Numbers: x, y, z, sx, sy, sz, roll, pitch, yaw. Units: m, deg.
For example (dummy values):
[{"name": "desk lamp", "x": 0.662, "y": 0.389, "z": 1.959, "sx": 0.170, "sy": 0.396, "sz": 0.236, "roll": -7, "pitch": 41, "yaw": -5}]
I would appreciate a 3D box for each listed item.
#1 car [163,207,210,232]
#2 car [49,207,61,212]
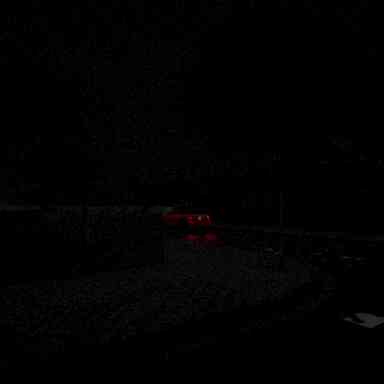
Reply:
[{"name": "car", "x": -0.646, "y": 1.910, "z": 24.879, "sx": 2.097, "sy": 1.767, "sz": 4.553, "roll": 1, "pitch": -2, "yaw": -34}, {"name": "car", "x": -19.477, "y": 2.821, "z": 46.240, "sx": 1.837, "sy": 1.490, "sz": 4.892, "roll": 1, "pitch": -2, "yaw": -39}]
